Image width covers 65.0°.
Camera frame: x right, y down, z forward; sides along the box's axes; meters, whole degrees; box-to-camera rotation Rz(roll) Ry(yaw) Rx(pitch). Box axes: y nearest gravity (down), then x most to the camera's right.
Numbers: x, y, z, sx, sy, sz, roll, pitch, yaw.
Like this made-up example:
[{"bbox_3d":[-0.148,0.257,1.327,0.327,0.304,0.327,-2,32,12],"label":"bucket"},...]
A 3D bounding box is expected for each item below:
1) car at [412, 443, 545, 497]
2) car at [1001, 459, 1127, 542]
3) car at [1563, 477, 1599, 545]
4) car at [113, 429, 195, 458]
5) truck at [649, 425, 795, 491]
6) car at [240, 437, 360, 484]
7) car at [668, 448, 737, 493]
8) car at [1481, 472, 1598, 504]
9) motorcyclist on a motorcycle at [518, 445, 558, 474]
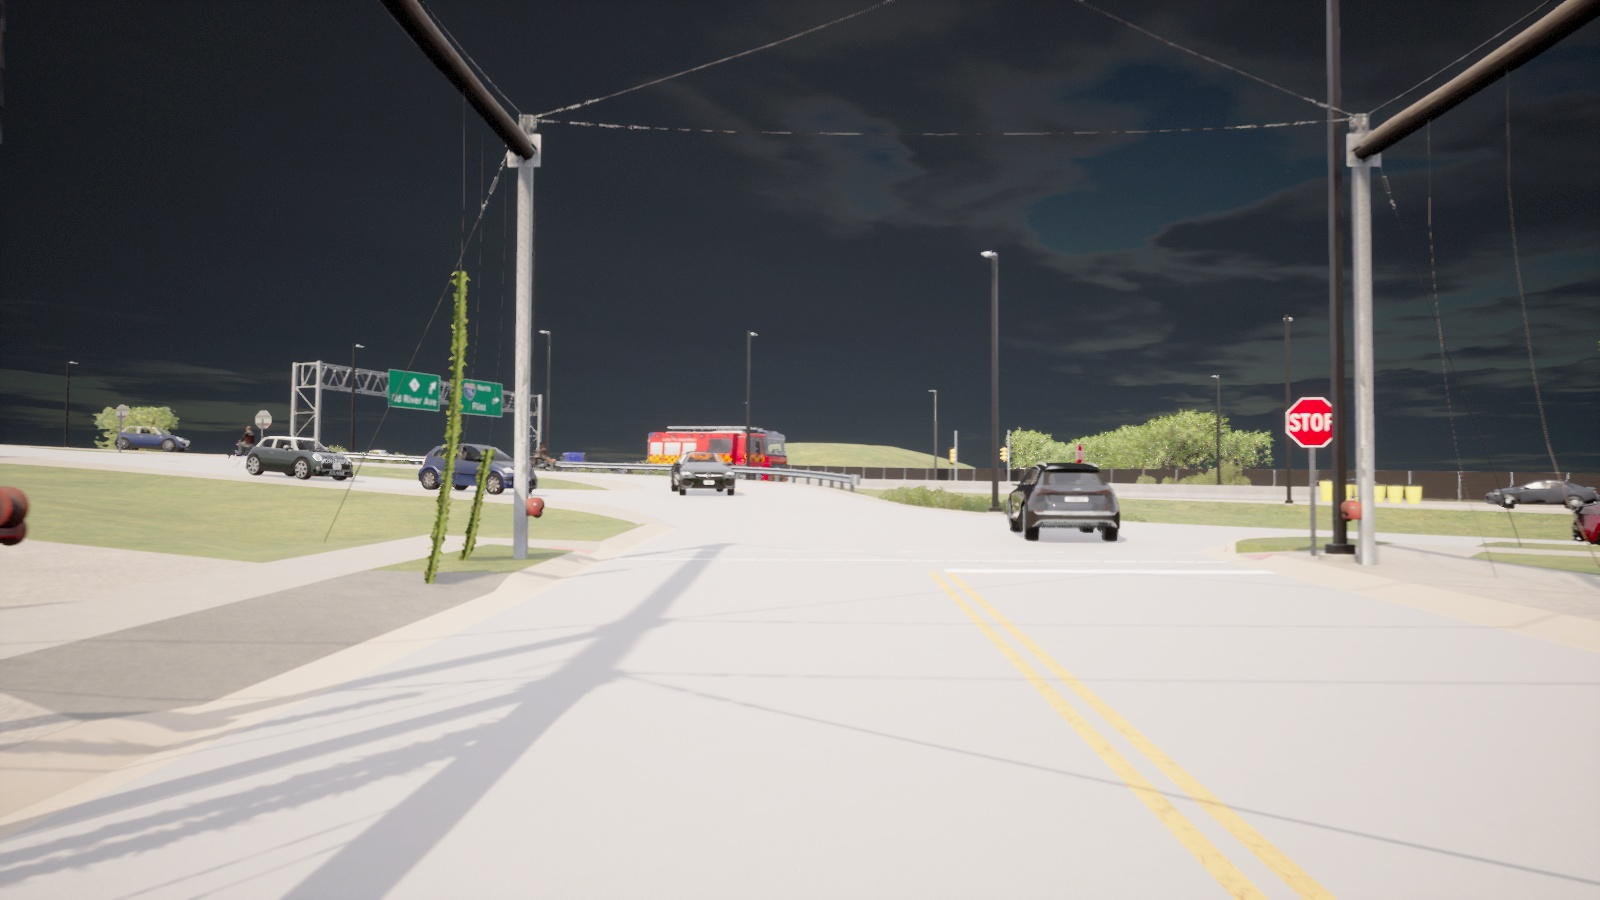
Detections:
[{"bbox_3d":[-10.745,0.661,41.971,3.988,1.617,1.851,2,-1,26],"label":"car"},{"bbox_3d":[5.673,1.018,27.559,2.033,1.649,4.856,0,0,4],"label":"car"},{"bbox_3d":[18.242,1.303,25.827,4.181,1.385,1.994,1,-2,26],"label":"car"},{"bbox_3d":[-37.917,-0.343,73.791,3.806,1.475,1.970,2,-2,-7],"label":"car"},{"bbox_3d":[-4.746,0.504,76.211,8.468,3.827,2.891,0,-2,26],"label":"truck"},{"bbox_3d":[-18.218,0.395,45.742,3.806,1.475,1.970,3,-1,28],"label":"car"},{"bbox_3d":[-3.868,0.756,49.097,2.152,1.651,5.027,0,1,-11],"label":"car"},{"bbox_3d":[37.115,1.915,63.197,4.902,1.511,2.128,0,-2,26],"label":"car"},{"bbox_3d":[-15.586,0.576,74.641,2.350,1.649,0.766,1,-1,28],"label":"motorcyclist on a motorcycle"}]
